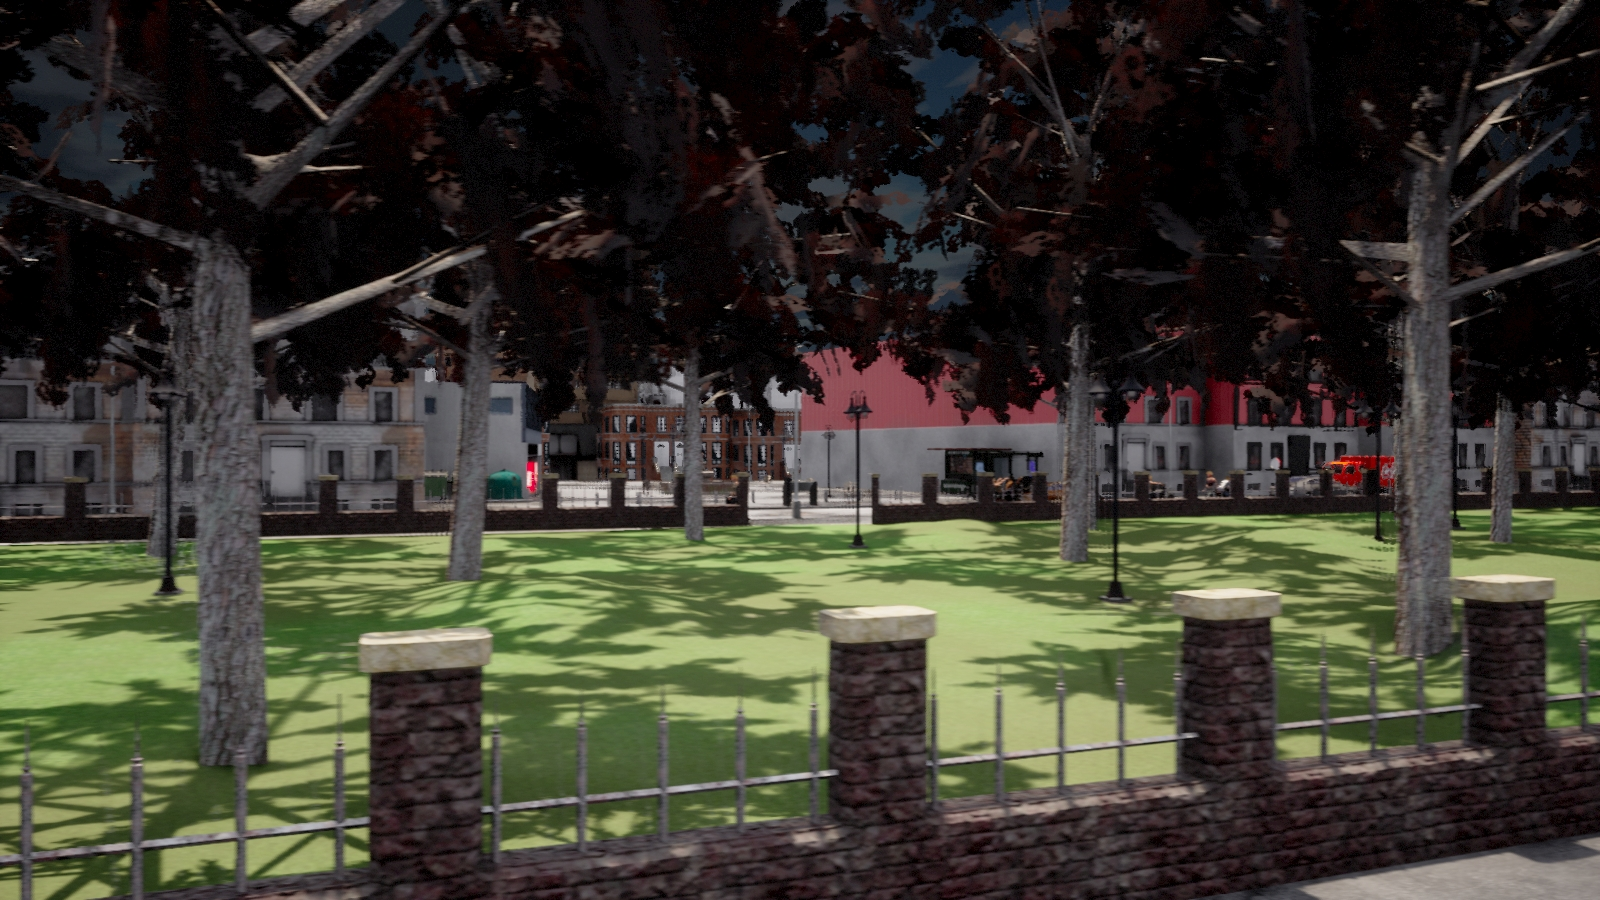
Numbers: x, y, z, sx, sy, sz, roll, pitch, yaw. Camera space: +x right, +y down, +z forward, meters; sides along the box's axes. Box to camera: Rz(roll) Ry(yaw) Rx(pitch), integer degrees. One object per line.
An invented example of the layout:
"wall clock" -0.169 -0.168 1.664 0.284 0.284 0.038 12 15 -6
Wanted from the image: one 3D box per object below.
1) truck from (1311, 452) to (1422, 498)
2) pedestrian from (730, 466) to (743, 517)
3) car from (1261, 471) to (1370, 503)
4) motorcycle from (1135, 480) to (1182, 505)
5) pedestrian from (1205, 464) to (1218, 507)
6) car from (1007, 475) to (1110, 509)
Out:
"truck" 31.455 1.340 63.483 5.204 2.467 2.627 0 0 -20
"pedestrian" -2.338 1.521 42.154 0.375 1.860 0.375 0 0 -17
"car" 25.777 1.821 57.145 4.902 1.511 2.128 0 0 -20
"motorcycle" 16.933 1.988 53.960 2.033 1.145 0.803 0 0 -20
"pedestrian" 17.684 1.520 49.108 0.375 1.860 0.375 0 0 -20
"car" 11.774 1.906 52.071 4.181 1.385 1.994 -1 0 -20
